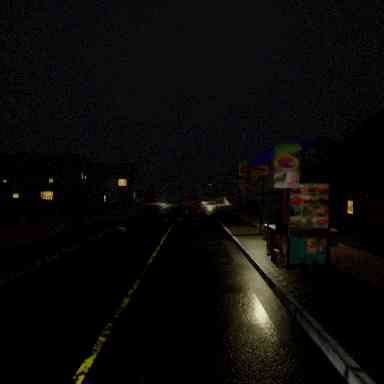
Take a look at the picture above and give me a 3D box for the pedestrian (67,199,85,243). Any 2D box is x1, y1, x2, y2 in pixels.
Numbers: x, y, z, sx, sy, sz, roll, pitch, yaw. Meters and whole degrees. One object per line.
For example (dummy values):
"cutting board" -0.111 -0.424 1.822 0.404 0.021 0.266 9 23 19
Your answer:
"pedestrian" -4.661 1.145 13.397 0.375 1.860 0.375 -1 1 0

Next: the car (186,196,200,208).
"car" 0.151 1.451 49.743 2.097 1.767 4.553 0 0 0

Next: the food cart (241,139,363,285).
"food cart" 3.045 0.469 10.545 2.280 3.560 4.660 1 1 0

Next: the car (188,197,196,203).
"car" 0.082 1.840 78.790 1.895 1.301 4.718 0 0 0
